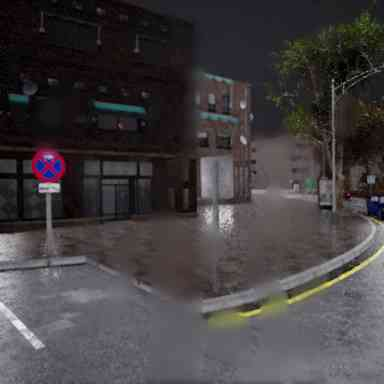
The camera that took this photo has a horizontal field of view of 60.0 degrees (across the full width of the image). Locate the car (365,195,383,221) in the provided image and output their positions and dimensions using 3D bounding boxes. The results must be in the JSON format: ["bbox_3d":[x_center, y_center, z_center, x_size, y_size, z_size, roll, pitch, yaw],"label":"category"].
[{"bbox_3d":[12.534,0.916,21.208,1.882,1.535,5.008,0,1,16],"label":"car"}]

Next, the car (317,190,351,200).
[{"bbox_3d":[17.253,0.266,40.692,1.895,1.301,4.718,-1,2,-7],"label":"car"}]
